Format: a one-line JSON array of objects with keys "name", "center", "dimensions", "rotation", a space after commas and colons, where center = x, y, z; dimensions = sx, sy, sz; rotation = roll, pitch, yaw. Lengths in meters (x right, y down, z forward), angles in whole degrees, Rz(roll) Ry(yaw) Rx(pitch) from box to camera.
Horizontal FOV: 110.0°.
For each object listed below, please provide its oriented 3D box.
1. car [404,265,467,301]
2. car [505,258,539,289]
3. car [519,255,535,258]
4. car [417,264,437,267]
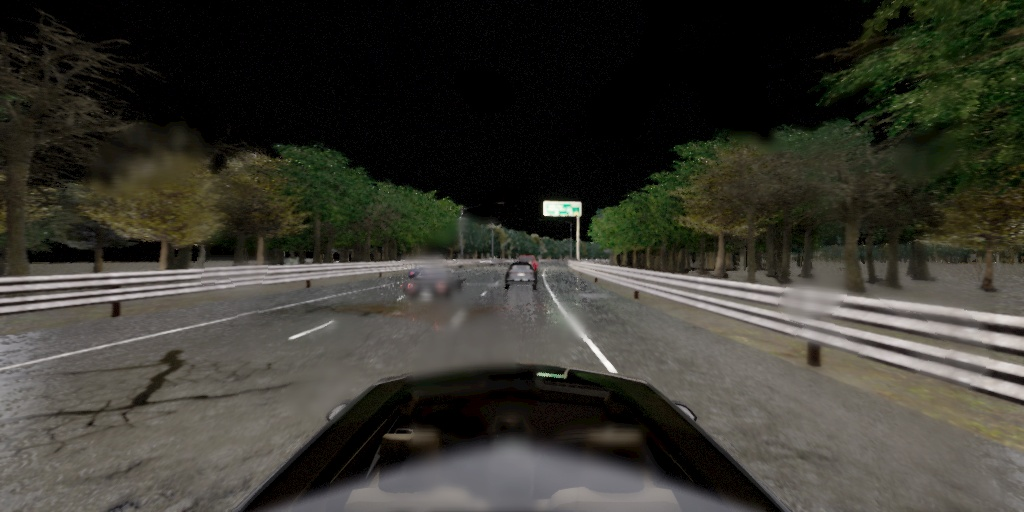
[{"name": "car", "center": [-3.366, 1.291, 16.798], "dimensions": [1.895, 1.301, 4.718], "rotation": [0, 0, 3]}, {"name": "car", "center": [0.619, 1.133, 22.665], "dimensions": [2.033, 1.649, 4.856], "rotation": [0, 0, 3]}, {"name": "car", "center": [1.766, 0.946, 40.194], "dimensions": [2.150, 2.045, 5.566], "rotation": [0, 0, 6]}, {"name": "car", "center": [-6.341, 1.274, 27.784], "dimensions": [1.895, 1.301, 4.718], "rotation": [0, 0, 4]}]
